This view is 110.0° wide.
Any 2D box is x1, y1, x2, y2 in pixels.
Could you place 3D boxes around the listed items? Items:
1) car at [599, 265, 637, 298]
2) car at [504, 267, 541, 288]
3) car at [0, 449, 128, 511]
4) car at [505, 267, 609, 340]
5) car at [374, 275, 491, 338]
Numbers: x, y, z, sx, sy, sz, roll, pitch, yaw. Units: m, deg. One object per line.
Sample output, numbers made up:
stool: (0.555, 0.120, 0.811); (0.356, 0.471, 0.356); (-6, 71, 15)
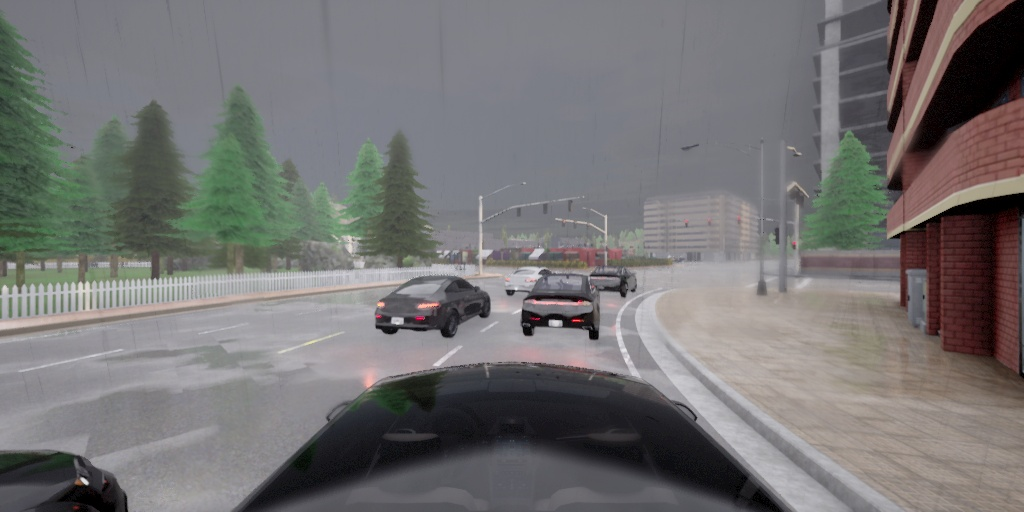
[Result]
car: (5.285, 1.236, 18.723); (2.128, 1.511, 4.902); (0, 0, 28)
car: (1.208, 1.270, 18.722); (1.812, 1.442, 4.674); (0, 0, 26)
car: (-3.170, 1.315, 0.305); (1.994, 1.385, 4.181); (0, 0, -3)
car: (1.530, 1.239, 10.094); (2.128, 1.511, 4.902); (0, 0, 14)
car: (-2.017, 1.273, 10.215); (1.812, 1.442, 4.674); (0, 0, 13)
